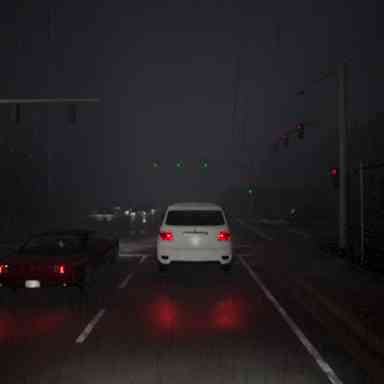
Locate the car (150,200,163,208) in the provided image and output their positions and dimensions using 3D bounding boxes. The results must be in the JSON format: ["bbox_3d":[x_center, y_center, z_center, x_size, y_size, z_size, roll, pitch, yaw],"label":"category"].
[{"bbox_3d":[-6.959,2.365,66.330,2.033,1.411,5.357,0,-1,1],"label":"car"}]

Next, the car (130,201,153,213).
[{"bbox_3d":[-7.065,2.081,46.752,1.837,1.490,4.892,0,-1,0],"label":"car"}]

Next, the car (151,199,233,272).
[{"bbox_3d":[0.092,1.365,11.421,2.150,2.045,5.566,0,-1,0],"label":"car"}]

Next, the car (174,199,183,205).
[{"bbox_3d":[-3.440,2.577,84.186,2.033,1.411,5.357,0,-1,0],"label":"car"}]

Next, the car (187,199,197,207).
[{"bbox_3d":[0.058,2.434,73.905,2.128,1.511,4.902,0,-1,0],"label":"car"}]

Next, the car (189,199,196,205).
[{"bbox_3d":[0.060,2.563,84.307,1.812,1.442,4.674,0,-1,0],"label":"car"}]

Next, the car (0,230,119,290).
[{"bbox_3d":[-3.412,1.718,9.391,1.895,1.301,4.718,0,-1,0],"label":"car"}]

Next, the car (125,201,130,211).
[{"bbox_3d":[-10.552,2.127,52.716,1.882,1.535,5.008,0,-1,0],"label":"car"}]

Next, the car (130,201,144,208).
[{"bbox_3d":[-10.487,2.383,63.526,1.895,1.301,4.718,0,-1,1],"label":"car"}]

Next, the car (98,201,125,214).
[{"bbox_3d":[-10.571,2.077,42.935,2.033,1.411,5.357,0,-1,0],"label":"car"}]

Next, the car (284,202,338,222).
[{"bbox_3d":[10.972,1.789,30.851,4.553,1.767,2.097,0,-1,0],"label":"car"}]
